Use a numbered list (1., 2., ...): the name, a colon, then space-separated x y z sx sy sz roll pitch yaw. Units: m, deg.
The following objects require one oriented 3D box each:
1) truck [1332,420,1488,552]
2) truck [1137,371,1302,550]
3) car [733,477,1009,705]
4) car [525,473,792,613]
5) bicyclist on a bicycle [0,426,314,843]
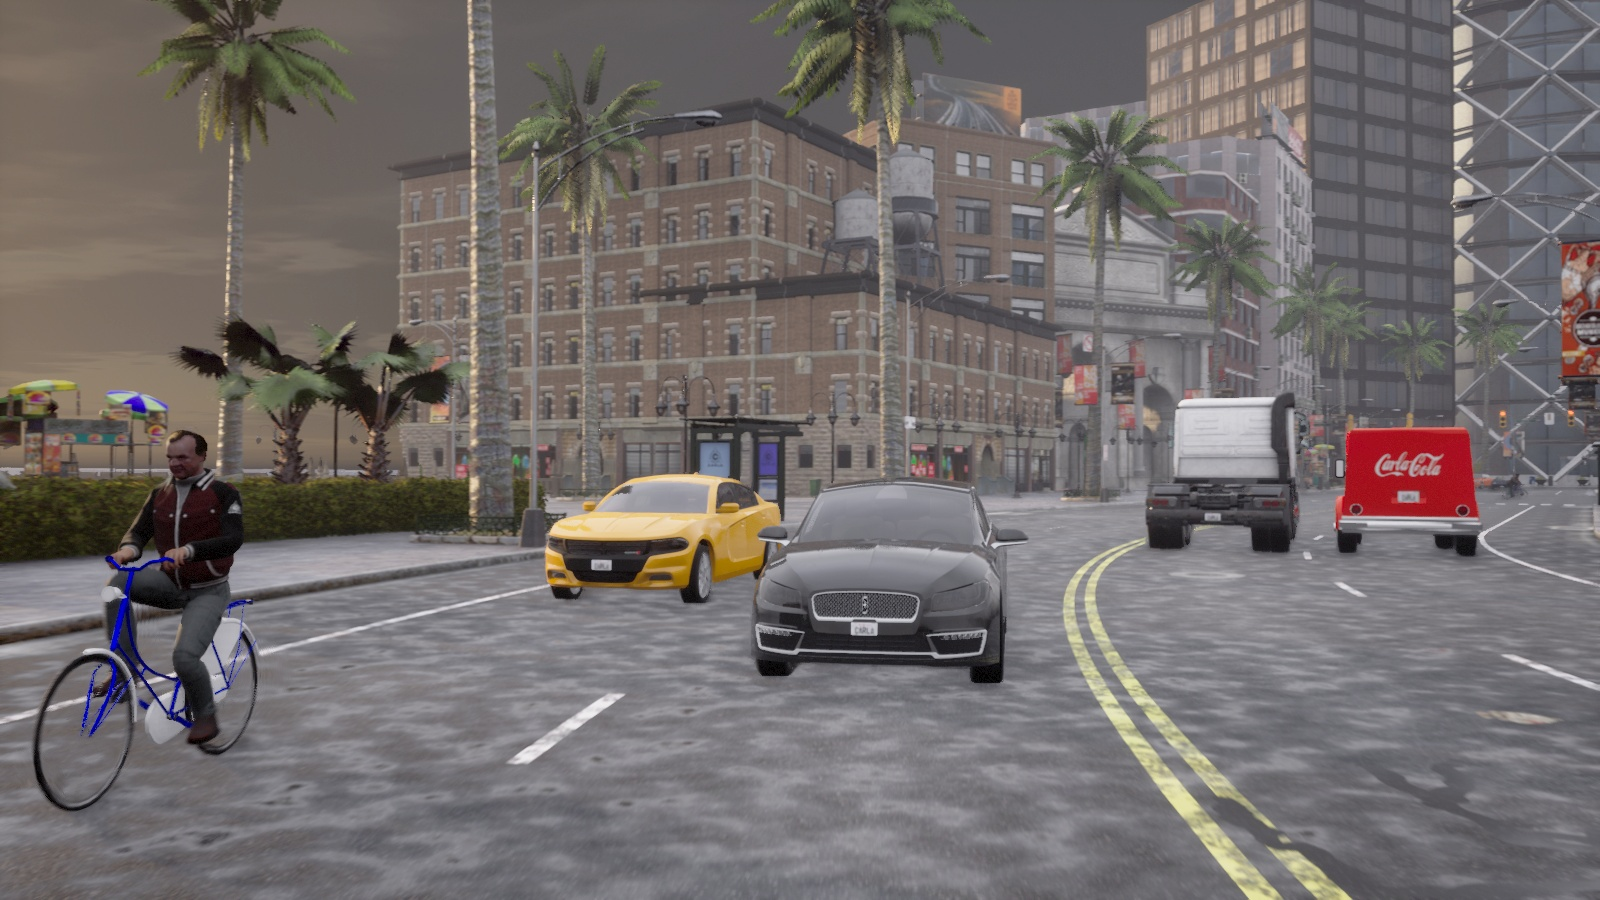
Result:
1. truck: 12.591 0.722 26.296 2.627 2.467 5.204 -1 -1 23
2. truck: 9.730 0.275 28.517 2.891 3.462 7.936 -1 -1 23
3. car: 0.864 0.999 10.935 1.837 1.490 4.892 0 -1 10
4. car: -1.629 1.075 16.543 1.882 1.535 5.008 0 -1 14
5. bicyclist on a bicycle: -3.208 0.802 6.304 0.659 1.776 1.843 0 -1 5
